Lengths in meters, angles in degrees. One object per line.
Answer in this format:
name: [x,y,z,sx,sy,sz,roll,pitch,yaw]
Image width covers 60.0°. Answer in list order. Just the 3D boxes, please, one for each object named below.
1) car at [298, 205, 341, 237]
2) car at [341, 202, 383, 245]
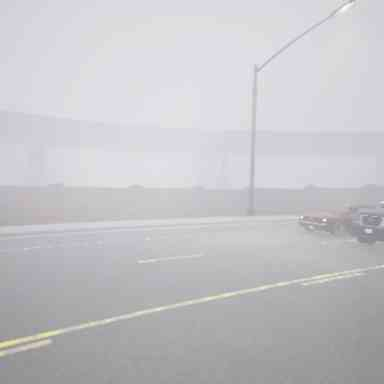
car: [7.375,1.271,15.585,4.718,1.301,1.895,0,1,-21]
car: [8.610,0.981,12.335,5.566,2.045,2.150,0,1,-21]
